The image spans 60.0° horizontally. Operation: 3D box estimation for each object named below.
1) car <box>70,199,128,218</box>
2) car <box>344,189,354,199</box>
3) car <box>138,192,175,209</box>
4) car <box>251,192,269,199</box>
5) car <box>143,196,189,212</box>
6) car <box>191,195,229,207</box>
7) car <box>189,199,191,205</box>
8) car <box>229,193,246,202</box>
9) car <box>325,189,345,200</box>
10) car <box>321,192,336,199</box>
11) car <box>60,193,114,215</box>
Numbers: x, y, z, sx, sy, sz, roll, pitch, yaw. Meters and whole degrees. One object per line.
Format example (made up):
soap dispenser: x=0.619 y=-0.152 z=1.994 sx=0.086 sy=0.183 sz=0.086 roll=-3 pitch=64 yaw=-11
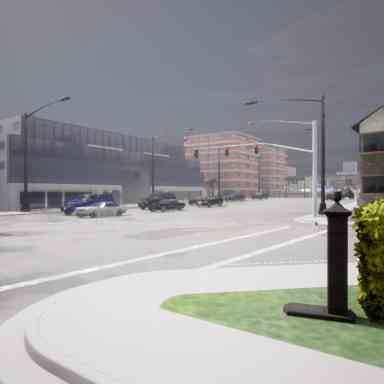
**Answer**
car: x=-8.083 y=1.555 z=29.706 sx=1.895 sy=1.301 sz=4.718 roll=0 pitch=0 yaw=35
car: x=31.540 y=0.426 z=67.778 sx=2.150 sy=2.045 sz=5.566 roll=0 pitch=-1 yaw=35
car: x=-4.180 y=1.072 z=41.378 sx=2.150 sy=2.045 sz=5.566 roll=0 pitch=1 yaw=36
car: x=13.714 y=0.733 z=66.763 sx=2.033 sy=1.411 sz=5.357 roll=0 pitch=0 yaw=36
car: x=-2.826 y=1.493 z=37.210 sx=1.895 sy=1.301 sz=4.718 roll=0 pitch=1 yaw=35
car: x=2.443 y=1.217 z=44.727 sx=2.128 sy=1.511 sz=4.902 roll=0 pitch=1 yaw=35
car: x=1.423 y=1.247 z=49.370 sx=1.895 sy=1.301 sz=4.718 roll=0 pitch=2 yaw=35
car: x=7.544 y=0.901 z=58.079 sx=2.033 sy=1.411 sz=5.357 roll=0 pitch=1 yaw=35
car: x=24.858 y=0.696 z=58.072 sx=1.837 sy=1.490 sz=4.892 roll=0 pitch=1 yaw=35
car: x=28.629 y=0.724 z=69.721 sx=1.812 sy=1.442 sz=4.674 roll=0 pitch=-1 yaw=35
car: x=-10.120 y=1.171 z=32.903 sx=2.150 sy=2.045 sz=5.566 roll=0 pitch=0 yaw=35
